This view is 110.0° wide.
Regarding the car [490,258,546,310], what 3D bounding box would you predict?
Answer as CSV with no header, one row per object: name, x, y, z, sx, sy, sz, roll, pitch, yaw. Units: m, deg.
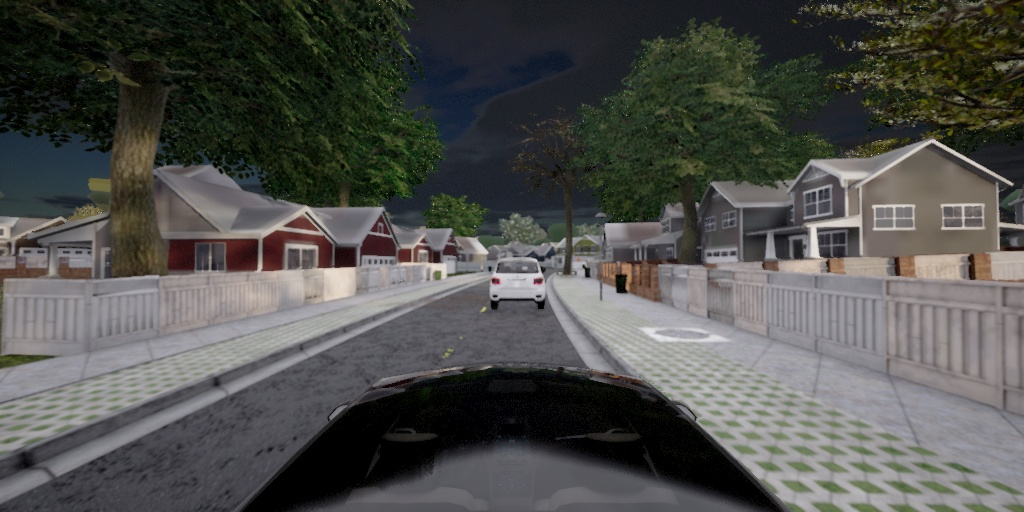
car,0.309,1.101,15.754,2.150,2.045,5.566,0,0,3
